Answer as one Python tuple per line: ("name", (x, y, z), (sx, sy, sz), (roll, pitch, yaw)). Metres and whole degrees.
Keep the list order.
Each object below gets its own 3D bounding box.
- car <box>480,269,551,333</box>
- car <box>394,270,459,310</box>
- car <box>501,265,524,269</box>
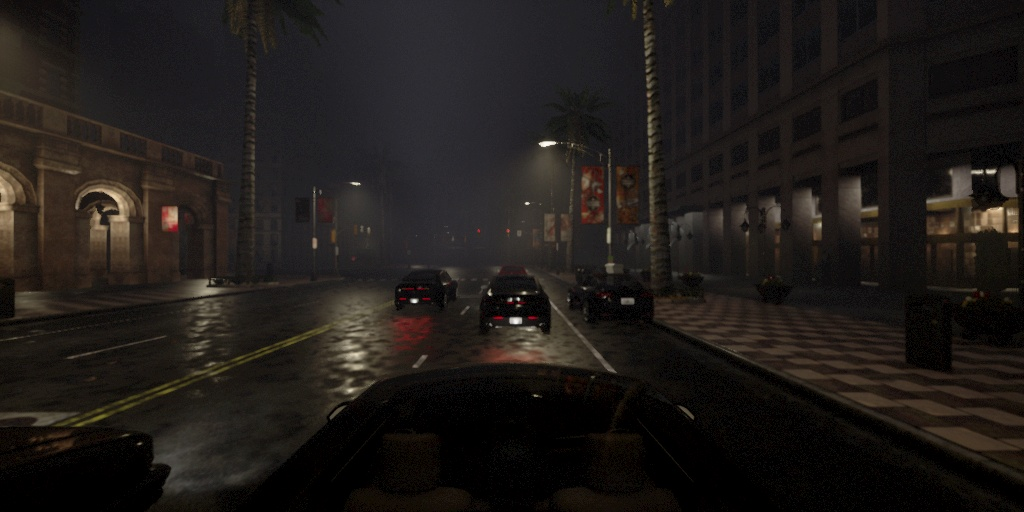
("car", (0.084, 1.293, 10.839), (1.837, 1.490, 4.892), (0, -1, 0))
("car", (-3.426, 1.313, 14.982), (1.837, 1.490, 4.892), (0, 0, 0))
("car", (0.048, 1.321, 23.257), (1.882, 1.535, 5.008), (0, 0, 0))
